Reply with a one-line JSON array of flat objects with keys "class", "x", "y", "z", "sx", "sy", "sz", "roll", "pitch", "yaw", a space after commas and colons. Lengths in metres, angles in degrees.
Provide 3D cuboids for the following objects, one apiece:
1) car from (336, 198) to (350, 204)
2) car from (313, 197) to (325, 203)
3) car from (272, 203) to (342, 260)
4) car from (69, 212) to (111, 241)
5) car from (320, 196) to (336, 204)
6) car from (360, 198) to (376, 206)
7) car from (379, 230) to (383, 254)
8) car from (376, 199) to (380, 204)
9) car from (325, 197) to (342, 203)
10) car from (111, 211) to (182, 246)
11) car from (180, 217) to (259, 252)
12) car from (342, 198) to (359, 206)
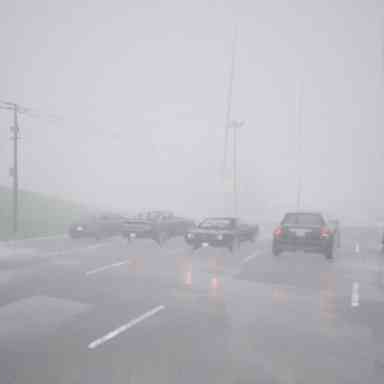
[{"class": "car", "x": 39.292, "y": 2.326, "z": 86.713, "sx": 1.837, "sy": 1.490, "sz": 4.892, "roll": -1, "pitch": -1, "yaw": 43}, {"class": "car", "x": 30.224, "y": 2.424, "z": 79.660, "sx": 2.128, "sy": 1.511, "sz": 4.902, "roll": 0, "pitch": -1, "yaw": 29}, {"class": "car", "x": 4.744, "y": 1.505, "z": 13.469, "sx": 2.097, "sy": 1.767, "sz": 4.553, "roll": 0, "pitch": -1, "yaw": 27}, {"class": "car", "x": -4.690, "y": 1.786, "z": 18.289, "sx": 1.994, "sy": 1.385, "sz": 4.181, "roll": 0, "pitch": -1, "yaw": 25}, {"class": "car", "x": 36.130, "y": 2.217, "z": 88.392, "sx": 2.150, "sy": 2.045, "sz": 5.566, "roll": -1, "pitch": -1, "yaw": 43}, {"class": "car", "x": 39.258, "y": 2.366, "z": 74.284, "sx": 2.033, "sy": 1.411, "sz": 5.357, "roll": 0, "pitch": -1, "yaw": 29}, {"class": "car", "x": 7.450, "y": 1.671, "z": 11.096, "sx": 2.033, "sy": 1.411, "sz": 5.357, "roll": 0, "pitch": -1, "yaw": 27}, {"class": "car", "x": 45.194, "y": 2.374, "z": 82.803, "sx": 1.837, "sy": 1.490, "sz": 4.892, "roll": -1, "pitch": -1, "yaw": 43}, {"class": "car", "x": 33.371, "y": 2.103, "z": 78.132, "sx": 2.150, "sy": 2.045, "sz": 5.566, "roll": 0, "pitch": -1, "yaw": 29}, {"class": "car", "x": -1.472, "y": 1.692, "z": 16.688, "sx": 2.128, "sy": 1.511, "sz": 4.902, "roll": 0, "pitch": -1, "yaw": 27}, {"class": "car", "x": 1.536, "y": 1.776, "z": 14.890, "sx": 1.895, "sy": 1.301, "sz": 4.718, "roll": 0, "pitch": -1, "yaw": 27}, {"class": "car", "x": 36.298, "y": 2.207, "z": 76.178, "sx": 2.097, "sy": 1.767, "sz": 4.553, "roll": 0, "pitch": -1, "yaw": 29}]
